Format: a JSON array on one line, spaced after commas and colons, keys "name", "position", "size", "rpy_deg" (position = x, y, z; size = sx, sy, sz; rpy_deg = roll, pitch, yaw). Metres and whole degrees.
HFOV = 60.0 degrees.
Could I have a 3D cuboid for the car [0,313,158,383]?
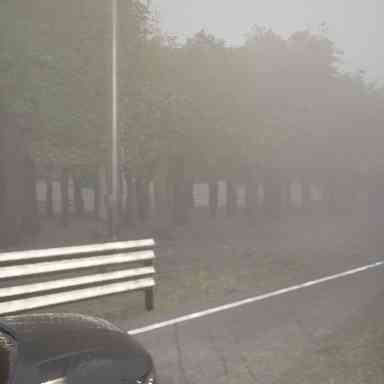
[{"name": "car", "position": [-2.530, 1.512, 2.030], "size": [4.892, 1.490, 1.837], "rpy_deg": [0, 0, -35]}]
